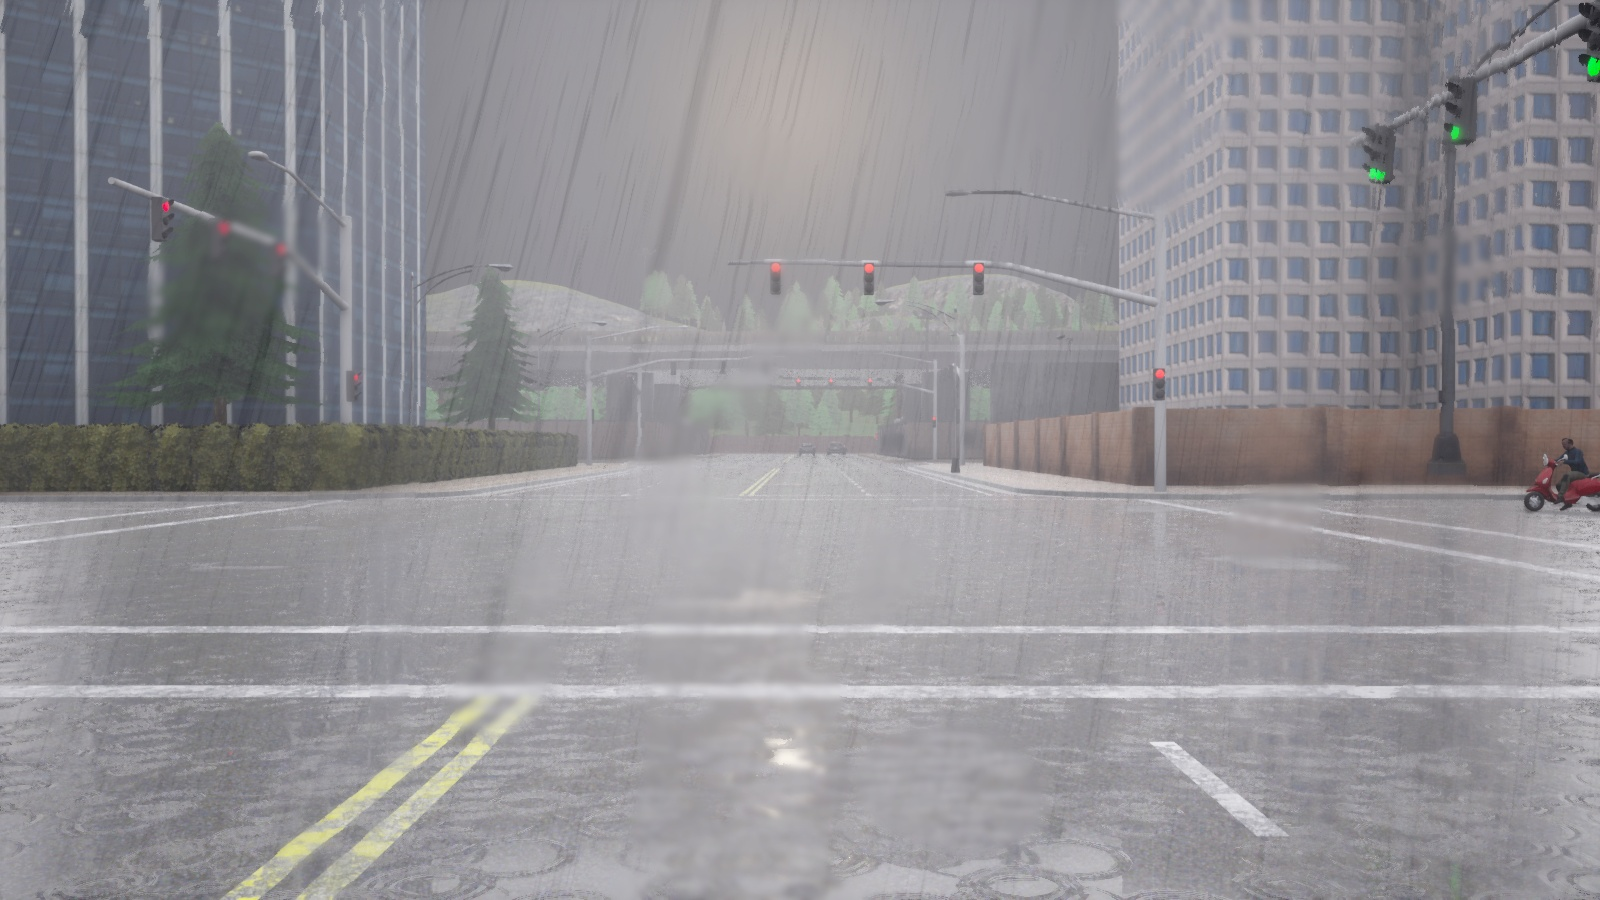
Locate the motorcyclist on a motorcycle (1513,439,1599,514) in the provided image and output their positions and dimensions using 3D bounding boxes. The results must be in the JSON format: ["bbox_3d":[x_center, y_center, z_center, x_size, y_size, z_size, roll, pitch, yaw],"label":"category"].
[{"bbox_3d":[16.569,0.560,27.136,1.817,1.590,0.866,0,0,1],"label":"motorcyclist on a motorcycle"}]
